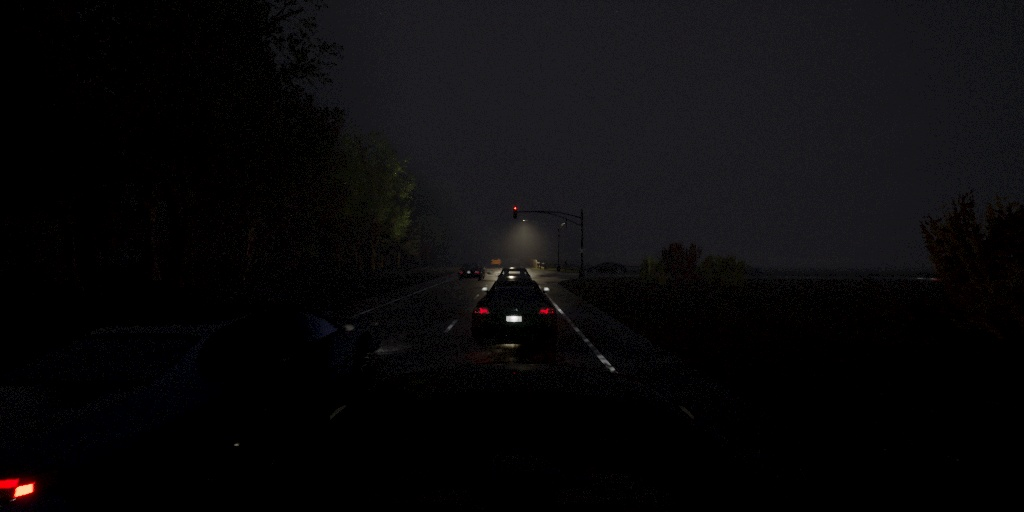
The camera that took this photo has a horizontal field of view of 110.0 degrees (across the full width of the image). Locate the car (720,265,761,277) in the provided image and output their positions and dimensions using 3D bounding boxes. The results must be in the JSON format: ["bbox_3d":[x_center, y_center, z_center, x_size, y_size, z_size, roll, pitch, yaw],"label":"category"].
[{"bbox_3d":[26.539,1.660,41.776,4.181,1.385,1.994,1,-1,0],"label":"car"}]

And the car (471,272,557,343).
[{"bbox_3d":[0.093,1.316,9.674,1.994,1.385,4.181,0,0,1],"label":"car"}]

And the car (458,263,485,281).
[{"bbox_3d":[-3.367,1.304,30.459,2.033,1.411,5.357,0,0,0],"label":"car"}]

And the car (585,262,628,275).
[{"bbox_3d":[11.068,1.440,42.324,4.892,1.490,1.837,0,-1,7],"label":"car"}]

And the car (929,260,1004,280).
[{"bbox_3d":[48.592,1.499,38.058,5.566,2.045,2.150,1,-1,0],"label":"car"}]

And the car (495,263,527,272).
[{"bbox_3d":[0.121,1.301,18.879,2.033,1.411,5.357,0,0,0],"label":"car"}]

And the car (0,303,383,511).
[{"bbox_3d":[-3.396,1.298,4.403,2.033,1.411,5.357,0,0,0],"label":"car"}]
